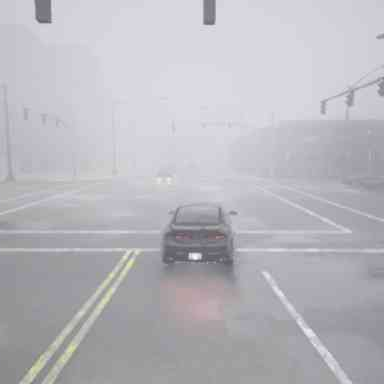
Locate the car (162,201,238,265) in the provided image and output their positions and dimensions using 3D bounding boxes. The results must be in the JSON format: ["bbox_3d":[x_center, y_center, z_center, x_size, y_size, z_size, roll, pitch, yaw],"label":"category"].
[{"bbox_3d":[0.303,1.036,10.120,1.837,1.490,4.892,0,5,5],"label":"car"}]

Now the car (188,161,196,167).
[{"bbox_3d":[0.014,-7.110,84.702,1.812,1.442,4.674,0,6,0],"label":"car"}]

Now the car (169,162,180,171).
[{"bbox_3d":[-3.489,-5.092,65.892,1.882,1.535,5.008,0,6,0],"label":"car"}]

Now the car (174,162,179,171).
[{"bbox_3d":[-3.559,-4.095,55.661,2.097,1.767,4.553,0,6,0],"label":"car"}]

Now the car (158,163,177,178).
[{"bbox_3d":[-3.589,-2.778,45.465,2.033,1.411,5.357,0,6,0],"label":"car"}]

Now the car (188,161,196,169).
[{"bbox_3d":[0.012,-5.824,72.768,1.837,1.490,4.892,0,6,0],"label":"car"}]

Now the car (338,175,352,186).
[{"bbox_3d":[16.280,-1.247,31.005,4.902,1.511,2.128,0,6,0],"label":"car"}]

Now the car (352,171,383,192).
[{"bbox_3d":[16.647,-0.809,27.534,5.357,1.411,2.033,0,6,2],"label":"car"}]
